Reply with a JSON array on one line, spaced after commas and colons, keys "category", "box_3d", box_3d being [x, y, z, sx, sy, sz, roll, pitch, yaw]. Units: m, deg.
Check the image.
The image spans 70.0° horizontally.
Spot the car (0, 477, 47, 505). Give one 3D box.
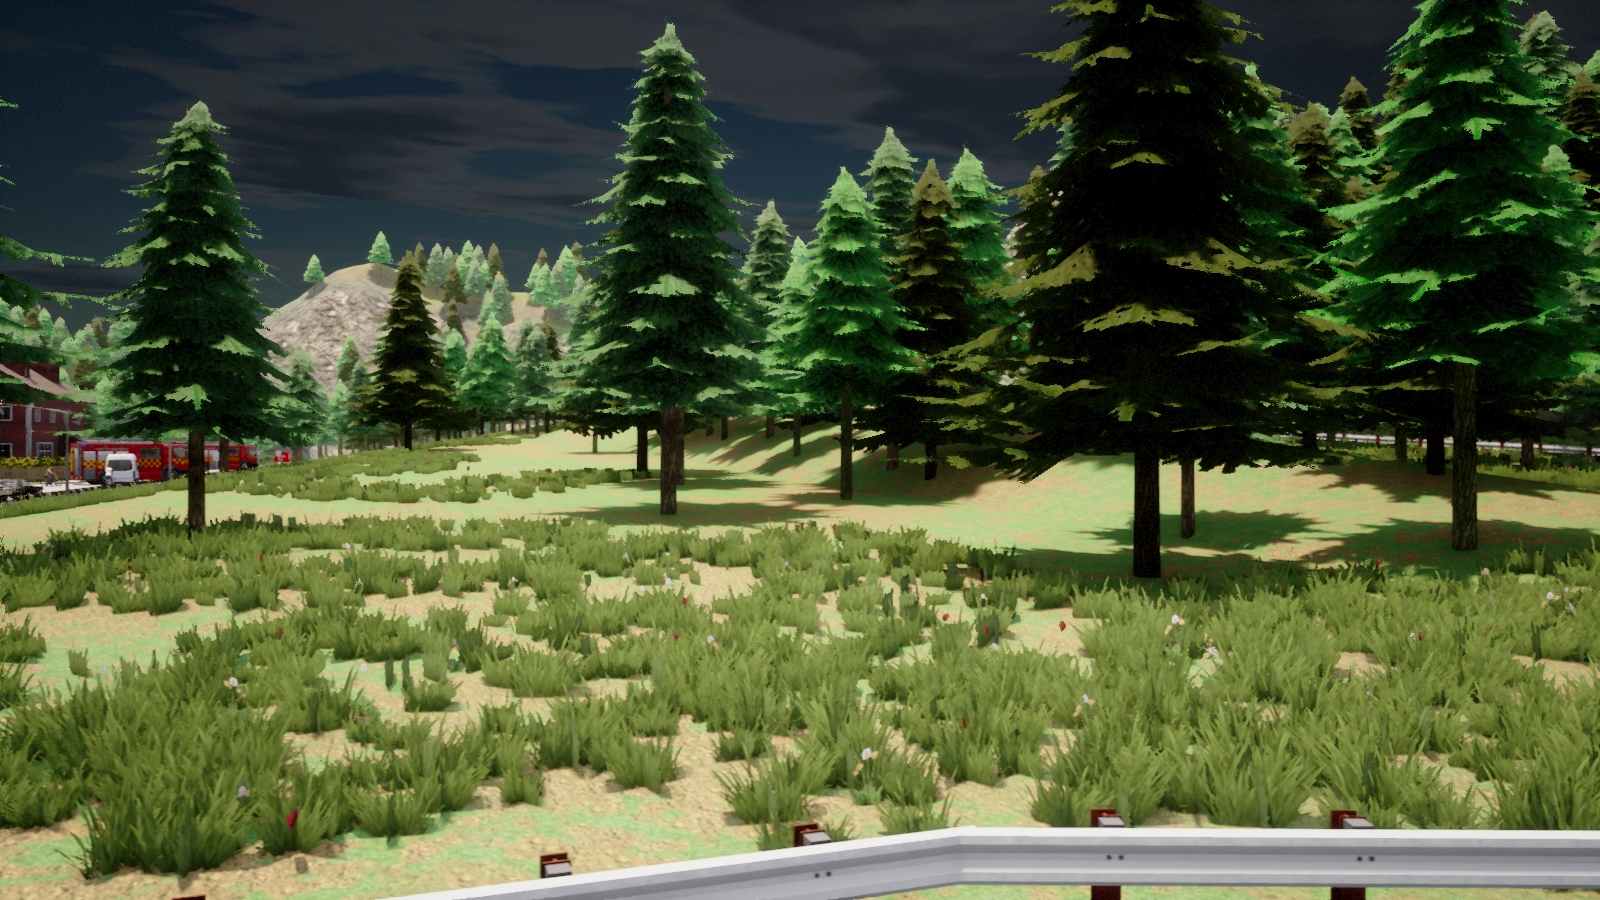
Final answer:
[{"category": "car", "box_3d": [-41.700, 2.163, 60.456, 1.895, 1.301, 4.718, 0, 0, -18]}]
